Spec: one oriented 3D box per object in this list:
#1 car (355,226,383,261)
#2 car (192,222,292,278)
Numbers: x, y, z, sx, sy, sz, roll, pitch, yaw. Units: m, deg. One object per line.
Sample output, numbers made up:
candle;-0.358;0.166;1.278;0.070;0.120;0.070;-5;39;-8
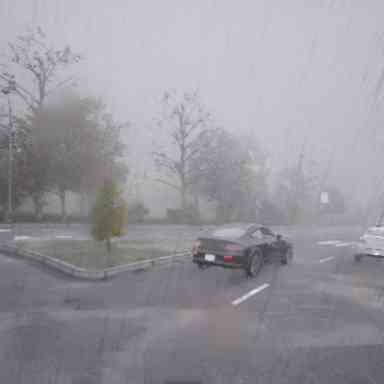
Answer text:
car;8.338;2.217;14.212;1.812;1.442;4.674;1;-3;39
car;1.790;1.729;10.860;1.812;1.442;4.674;1;-3;35
